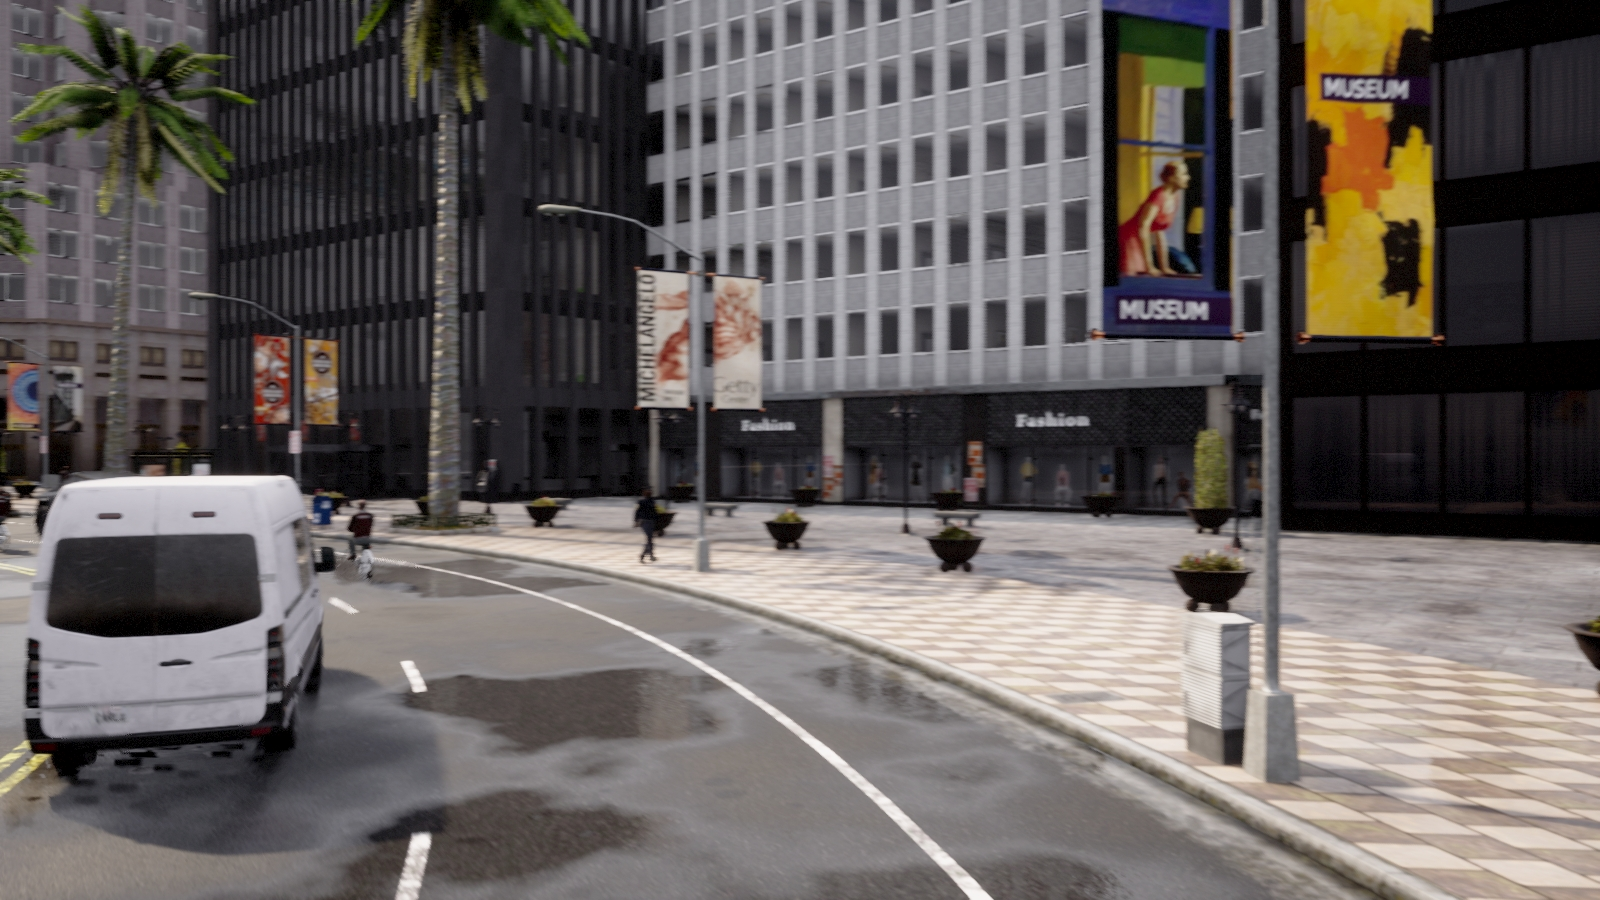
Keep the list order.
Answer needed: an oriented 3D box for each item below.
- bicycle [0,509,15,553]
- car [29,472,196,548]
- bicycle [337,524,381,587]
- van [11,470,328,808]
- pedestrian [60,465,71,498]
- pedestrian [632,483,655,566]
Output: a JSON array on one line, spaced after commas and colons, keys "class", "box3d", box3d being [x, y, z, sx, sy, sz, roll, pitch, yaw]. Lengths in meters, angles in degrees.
[{"class": "bicycle", "box3d": [-22.568, 2.253, 32.087, 1.835, 1.171, 0.329, 0, 0, 39]}, {"class": "car", "box3d": [-21.681, 1.794, 35.897, 6.274, 2.098, 2.390, 0, 0, 38]}, {"class": "bicycle", "box3d": [-9.395, 2.227, 24.309, 0.329, 1.171, 1.835, -2, 1, -38]}, {"class": "van", "box3d": [-6.267, 1.546, 12.138, 1.988, 2.561, 5.915, 0, 0, -19]}, {"class": "pedestrian", "box3d": [-41.659, 1.780, 64.804, 0.375, 1.860, 0.375, 0, 0, 36]}, {"class": "pedestrian", "box3d": [-3.572, 1.704, 26.131, 0.375, 1.860, 0.375, 0, 0, -38]}]
